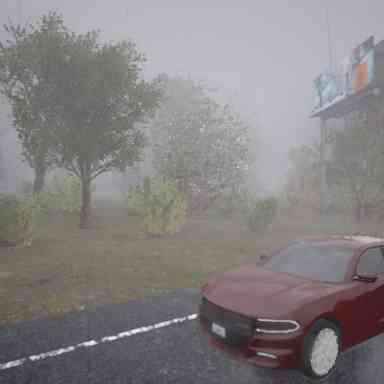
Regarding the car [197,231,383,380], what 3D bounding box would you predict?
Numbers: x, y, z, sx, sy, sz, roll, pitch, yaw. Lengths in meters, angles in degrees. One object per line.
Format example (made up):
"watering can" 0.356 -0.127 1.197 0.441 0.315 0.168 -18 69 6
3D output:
"car" 2.389 1.495 5.672 5.008 1.535 1.882 0 0 -35
